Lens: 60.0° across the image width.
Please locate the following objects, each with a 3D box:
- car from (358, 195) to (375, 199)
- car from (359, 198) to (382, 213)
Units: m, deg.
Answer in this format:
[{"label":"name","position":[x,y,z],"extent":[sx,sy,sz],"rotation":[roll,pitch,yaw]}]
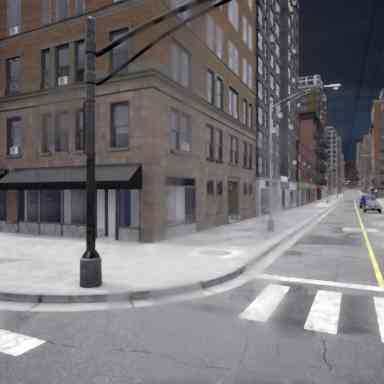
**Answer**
[{"label":"car","position":[25.934,1.410,49.075],"extent":[2.150,2.045,5.566],"rotation":[0,0,26]},{"label":"car","position":[21.458,1.731,39.682],"extent":[2.033,1.411,5.357],"rotation":[0,0,26]}]
